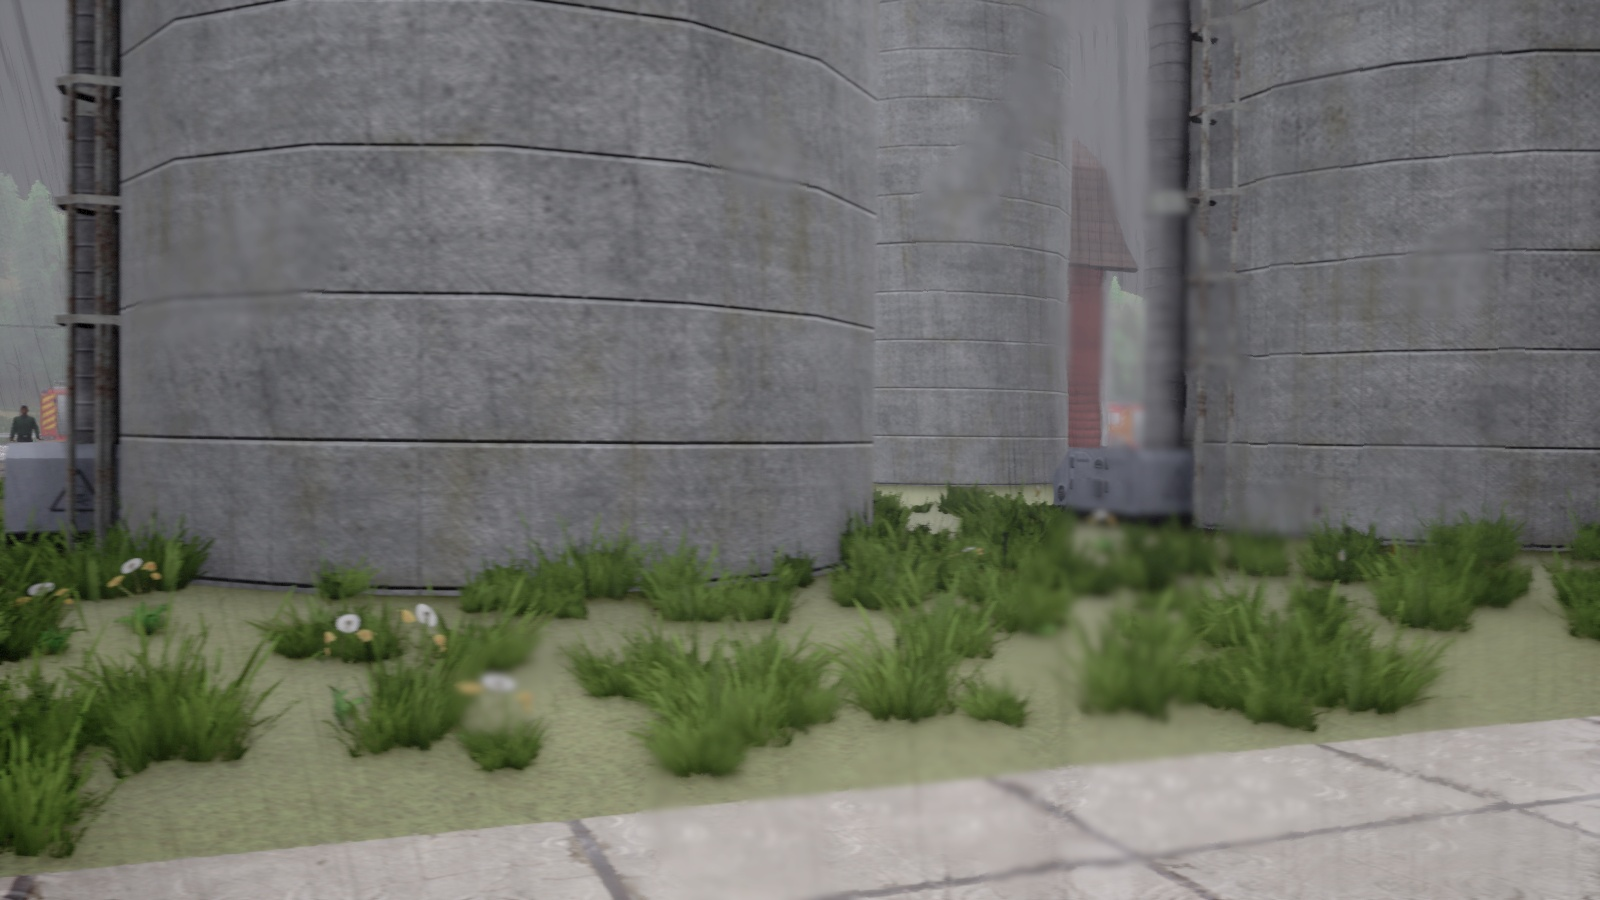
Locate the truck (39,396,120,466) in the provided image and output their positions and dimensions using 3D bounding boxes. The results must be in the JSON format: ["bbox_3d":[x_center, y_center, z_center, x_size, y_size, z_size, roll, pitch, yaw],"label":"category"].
[{"bbox_3d":[-41.756,-1.109,73.031,2.891,3.827,8.468,-1,1,-22],"label":"truck"}]

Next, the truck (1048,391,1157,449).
[{"bbox_3d":[20.672,-2.016,86.327,2.891,3.827,8.468,-1,1,-22],"label":"truck"}]

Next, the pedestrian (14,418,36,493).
[{"bbox_3d":[-20.206,0.136,32.743,0.423,1.949,0.788,-1,1,-29],"label":"pedestrian"}]
